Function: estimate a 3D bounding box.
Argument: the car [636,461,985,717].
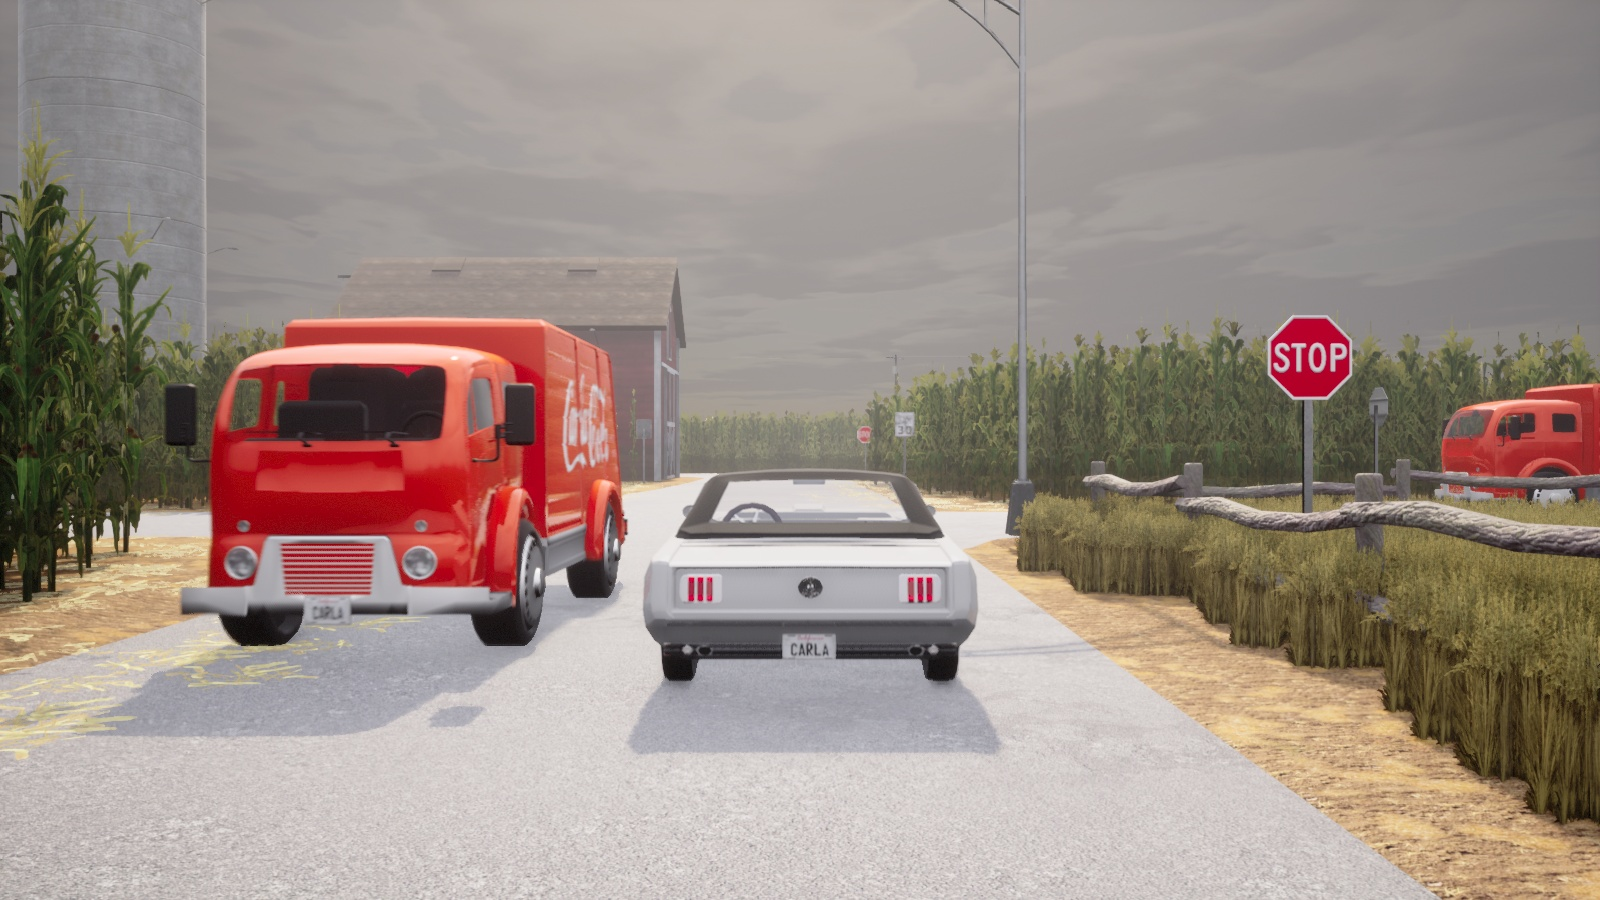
[{"bbox_3d":[0.066,0.776,9.185,1.895,1.301,4.718,0,1,0],"label":"car"}]

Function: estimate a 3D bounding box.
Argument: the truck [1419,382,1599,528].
[{"bbox_3d":[14.397,0.101,22.593,5.204,2.467,2.627,1,0,0],"label":"truck"}]

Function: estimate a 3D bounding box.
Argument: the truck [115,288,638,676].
[{"bbox_3d":[-3.026,0.171,10.587,2.627,2.467,5.204,0,1,0],"label":"truck"}]
